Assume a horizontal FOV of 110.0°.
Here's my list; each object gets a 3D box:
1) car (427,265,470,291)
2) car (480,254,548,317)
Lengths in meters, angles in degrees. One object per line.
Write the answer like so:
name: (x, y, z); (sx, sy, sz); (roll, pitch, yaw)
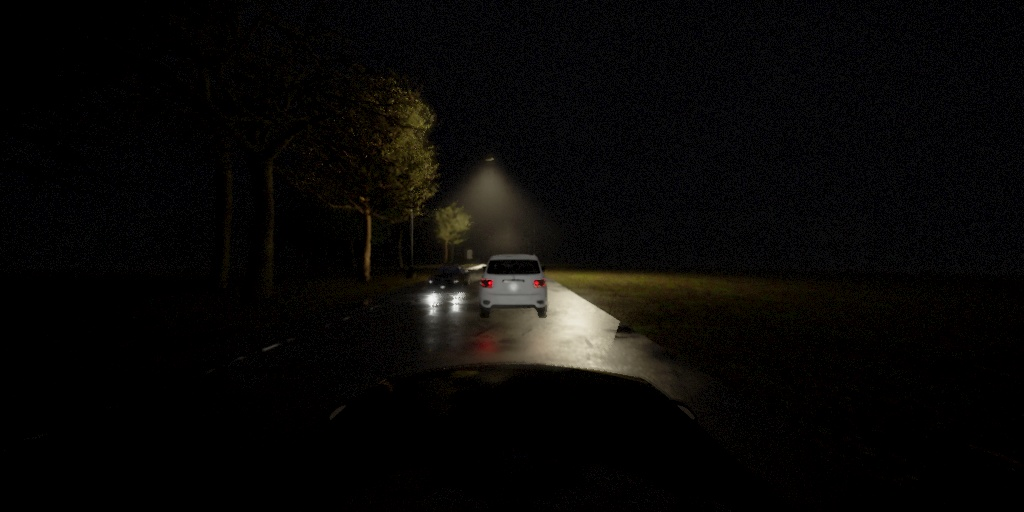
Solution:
car: (-3.634, 1.234, 21.419); (2.033, 1.411, 5.357); (0, 0, 0)
car: (0.069, 0.947, 13.187); (2.150, 2.045, 5.566); (0, 0, 0)
